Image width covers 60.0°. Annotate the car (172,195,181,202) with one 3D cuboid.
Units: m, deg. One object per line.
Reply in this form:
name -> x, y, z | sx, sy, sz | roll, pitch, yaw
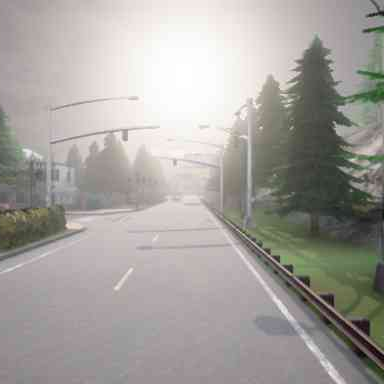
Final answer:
car -> -3.500, 1.507, 77.043 | 2.033, 1.411, 5.357 | 0, 0, 0
